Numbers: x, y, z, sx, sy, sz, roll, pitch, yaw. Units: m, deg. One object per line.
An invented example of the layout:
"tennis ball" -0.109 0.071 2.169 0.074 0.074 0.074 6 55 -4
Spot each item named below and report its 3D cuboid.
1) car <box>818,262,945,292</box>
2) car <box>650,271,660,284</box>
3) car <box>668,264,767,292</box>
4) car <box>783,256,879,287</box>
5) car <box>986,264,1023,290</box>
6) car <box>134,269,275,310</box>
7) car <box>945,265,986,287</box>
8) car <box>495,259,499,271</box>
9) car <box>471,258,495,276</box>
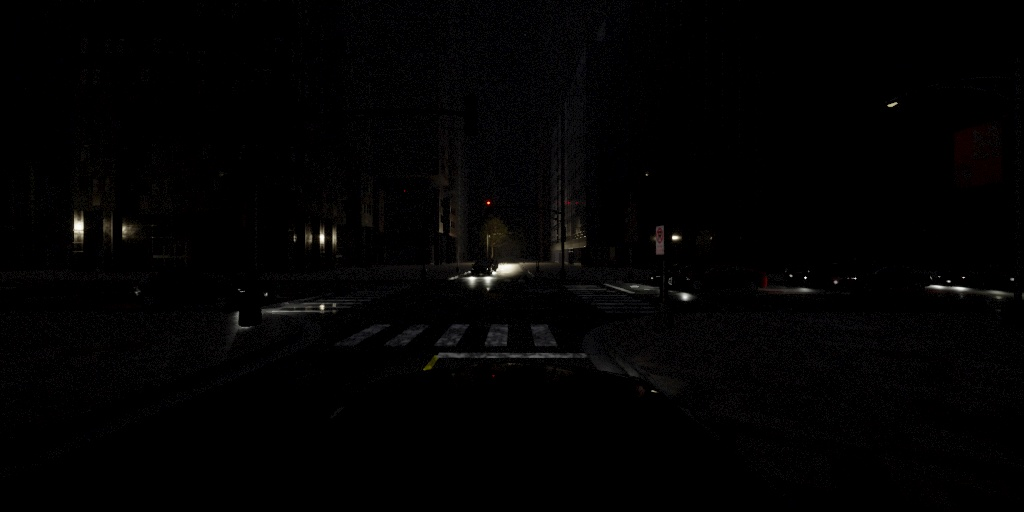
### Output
"car" 21.331 1.262 20.894 4.902 1.511 2.128 0 0 0
"car" 11.854 1.258 24.194 4.892 1.490 1.837 0 0 -1
"car" 12.007 1.237 20.937 5.008 1.535 1.882 0 0 1
"car" 21.585 0.986 24.129 5.566 2.045 2.150 0 0 1
"car" 31.944 1.007 20.845 5.566 2.045 2.150 0 0 0
"car" -12.013 1.254 14.150 4.892 1.490 1.837 0 0 4
"car" 32.040 1.327 24.094 5.357 1.411 2.033 0 0 0
"car" -3.115 1.101 47.293 2.097 1.767 4.553 0 0 0
"car" -3.101 1.227 37.513 1.882 1.535 5.008 0 0 1
